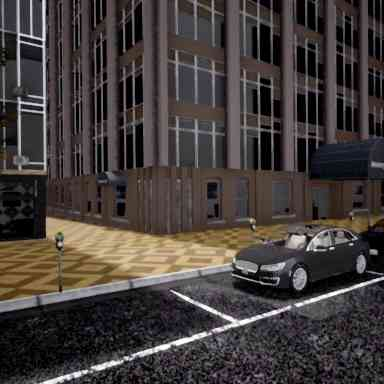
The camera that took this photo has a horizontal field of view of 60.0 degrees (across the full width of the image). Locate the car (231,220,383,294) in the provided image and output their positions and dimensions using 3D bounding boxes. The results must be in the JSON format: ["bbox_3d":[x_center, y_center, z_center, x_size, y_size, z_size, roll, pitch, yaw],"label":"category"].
[{"bbox_3d":[2.963,1.549,8.694,4.403,1.369,2.008,0,-1,-36],"label":"car"}]

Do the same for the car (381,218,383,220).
[{"bbox_3d":[7.587,1.563,11.999,4.313,1.339,1.947,0,-1,-36],"label":"car"}]
